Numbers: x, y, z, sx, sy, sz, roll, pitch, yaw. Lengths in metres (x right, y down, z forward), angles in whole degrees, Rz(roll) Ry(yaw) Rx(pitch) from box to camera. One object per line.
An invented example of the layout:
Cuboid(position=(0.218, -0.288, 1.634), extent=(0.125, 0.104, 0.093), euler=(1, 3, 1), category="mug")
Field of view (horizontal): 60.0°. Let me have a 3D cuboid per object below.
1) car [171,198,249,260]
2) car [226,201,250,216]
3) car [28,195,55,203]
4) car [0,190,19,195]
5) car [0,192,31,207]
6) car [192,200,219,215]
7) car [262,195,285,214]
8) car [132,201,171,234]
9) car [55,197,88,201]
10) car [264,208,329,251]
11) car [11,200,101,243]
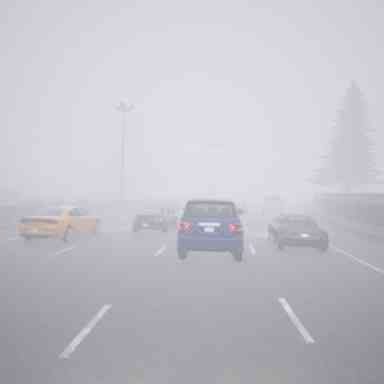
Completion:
Cuboid(position=(0.768, 1.228, 12.670), extent=(2.150, 2.045, 5.566), euler=(1, 0, 5), category="car")
Cuboid(position=(4.945, 1.670, 35.208), extent=(1.895, 1.301, 4.718), euler=(1, 0, 15), category="car")
Cuboid(position=(-16.108, 1.301, 38.393), extent=(1.895, 1.301, 4.718), euler=(1, 0, 14), category="car")
Cuboid(position=(-22.973, 0.806, 39.755), extent=(2.150, 2.045, 5.566), euler=(1, 0, 14), category="car")
Cuboid(position=(-19.507, 1.134, 39.213), extent=(2.128, 1.511, 4.902), euler=(1, 0, 14), category="car")
Cuboid(position=(1.539, 1.573, 35.868), extent=(1.994, 1.385, 4.181), euler=(1, 0, 15), category="car")
Cuboid(position=(8.859, 1.358, 36.204), extent=(2.150, 2.045, 5.566), euler=(1, 0, 16), category="car")
Cuboid(position=(-1.997, 1.482, 18.802), extent=(1.812, 1.442, 4.674), euler=(1, 0, 8), category="car")
Cuboid(position=(-12.801, 1.324, 37.184), extent=(1.994, 1.385, 4.181), euler=(1, 0, 14), category="car")
Cuboid(position=(4.526, 1.635, 14.658), extent=(1.994, 1.385, 4.181), euler=(1, 0, 7), category="car")
Cuboid(position=(-5.928, 1.367, 15.593), extent=(1.882, 1.535, 5.008), euler=(1, 0, 6), category="car")
